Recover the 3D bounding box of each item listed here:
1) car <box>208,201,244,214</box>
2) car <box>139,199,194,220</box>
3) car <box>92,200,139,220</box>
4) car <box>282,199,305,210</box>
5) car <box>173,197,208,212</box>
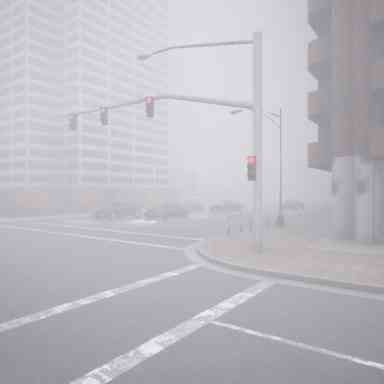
[{"bbox_3d":[3.788,1.601,36.235,1.895,1.301,4.718,0,0,35],"label":"car"},{"bbox_3d":[-2.082,1.564,27.899,1.994,1.385,4.181,0,0,35],"label":"car"},{"bbox_3d":[-6.192,1.505,28.138,1.837,1.490,4.892,0,0,35],"label":"car"},{"bbox_3d":[13.209,1.564,43.283,1.994,1.385,4.181,0,0,35],"label":"car"},{"bbox_3d":[-0.474,1.564,36.265,1.994,1.385,4.181,0,0,35],"label":"car"}]
